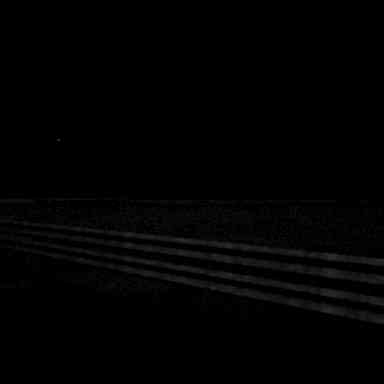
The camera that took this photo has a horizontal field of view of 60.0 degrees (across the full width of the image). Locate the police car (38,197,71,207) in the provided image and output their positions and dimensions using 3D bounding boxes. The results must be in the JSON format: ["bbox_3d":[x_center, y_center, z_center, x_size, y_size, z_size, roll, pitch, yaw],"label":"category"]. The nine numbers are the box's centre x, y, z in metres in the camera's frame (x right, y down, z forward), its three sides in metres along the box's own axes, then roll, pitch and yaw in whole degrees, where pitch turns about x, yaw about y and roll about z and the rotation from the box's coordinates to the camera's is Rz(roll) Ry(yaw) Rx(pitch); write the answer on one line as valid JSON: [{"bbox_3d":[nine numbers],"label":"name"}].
[{"bbox_3d":[-22.712,1.552,55.025,5.238,1.638,1.930,0,0,6],"label":"police car"}]
